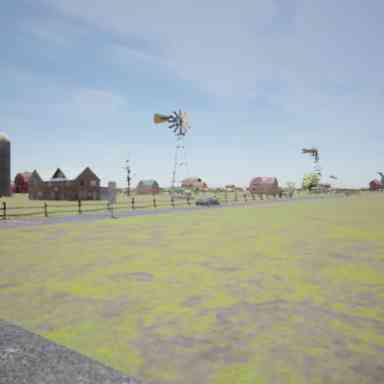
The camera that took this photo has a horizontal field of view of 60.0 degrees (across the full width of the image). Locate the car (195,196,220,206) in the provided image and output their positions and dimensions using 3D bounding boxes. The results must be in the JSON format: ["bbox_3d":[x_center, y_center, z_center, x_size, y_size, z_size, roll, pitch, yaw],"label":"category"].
[{"bbox_3d":[2.250,1.324,47.663,1.994,1.385,4.181,-1,0,35],"label":"car"}]
